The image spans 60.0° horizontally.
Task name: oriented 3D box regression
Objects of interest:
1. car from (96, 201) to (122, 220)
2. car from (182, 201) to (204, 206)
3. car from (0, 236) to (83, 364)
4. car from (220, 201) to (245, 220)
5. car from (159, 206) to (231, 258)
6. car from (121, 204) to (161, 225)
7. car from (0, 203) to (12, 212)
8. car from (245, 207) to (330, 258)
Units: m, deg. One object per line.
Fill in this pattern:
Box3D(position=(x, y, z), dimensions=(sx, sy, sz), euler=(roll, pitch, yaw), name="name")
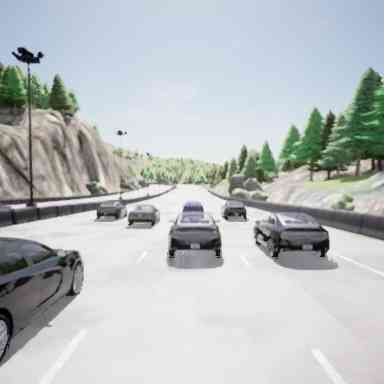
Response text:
Box3D(position=(-6.897, 1.544, 28.992), dimensions=(2.128, 1.511, 4.902), euler=(0, 0, 0), name="car")
Box3D(position=(0.104, 1.533, 30.528), dimensions=(1.882, 1.535, 5.008), euler=(0, 0, 0), name="car")
Box3D(position=(-3.400, 1.488, 5.629), dimensions=(1.882, 1.535, 5.008), euler=(0, 0, 0), name="car")
Box3D(position=(3.604, 1.557, 29.079), dimensions=(1.837, 1.490, 4.892), euler=(0, 0, 0), name="car")
Box3D(position=(0.101, 1.515, 12.955), dimensions=(2.128, 1.511, 4.902), euler=(0, 0, 0), name="car")
Box3D(position=(-3.397, 1.591, 24.226), dimensions=(2.033, 1.411, 5.357), euler=(0, 0, 0), name="car")
Box3D(position=(-17.591, 1.617, 29.123), dimensions=(1.994, 1.385, 4.181), euler=(0, 0, 0), name="car")
Box3D(position=(3.602, 1.514, 12.779), dimensions=(2.128, 1.511, 4.902), euler=(0, 0, 0), name="car")
